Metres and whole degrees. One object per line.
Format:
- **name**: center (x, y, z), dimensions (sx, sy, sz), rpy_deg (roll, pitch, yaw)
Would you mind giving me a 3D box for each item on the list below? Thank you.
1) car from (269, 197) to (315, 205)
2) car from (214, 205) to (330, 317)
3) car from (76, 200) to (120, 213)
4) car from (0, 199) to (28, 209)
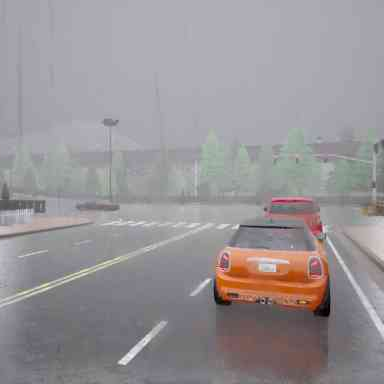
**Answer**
- **car**: center (4.220, 1.221, 14.123), dimensions (2.150, 2.045, 5.566), rpy_deg (0, 0, 16)
- **car**: center (2.025, 1.352, 7.855), dimensions (2.097, 1.767, 4.553), rpy_deg (0, 0, 19)
- **car**: center (-10.549, 1.600, 37.376), dimensions (4.718, 1.301, 1.895), rpy_deg (0, 0, 16)
- **car**: center (-20.581, 1.535, 36.638), dimensions (5.357, 1.411, 2.033), rpy_deg (0, 0, 16)
